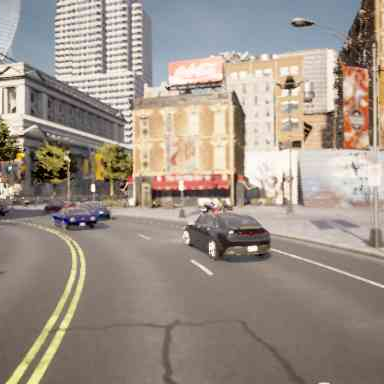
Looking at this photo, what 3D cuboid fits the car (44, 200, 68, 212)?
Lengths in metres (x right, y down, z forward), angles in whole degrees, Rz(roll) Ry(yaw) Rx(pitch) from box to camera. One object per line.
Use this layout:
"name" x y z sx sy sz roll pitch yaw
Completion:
"car" -14.970 1.649 38.071 4.674 1.452 2.002 -1 0 34

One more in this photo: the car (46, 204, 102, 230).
"car" -7.813 1.667 21.734 1.895 1.301 4.718 -1 0 -35

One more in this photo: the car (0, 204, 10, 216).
"car" -20.889 1.741 34.090 5.357 1.411 2.033 -1 0 33

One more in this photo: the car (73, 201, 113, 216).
"car" -10.392 1.679 34.623 4.718 1.301 1.895 -1 0 44

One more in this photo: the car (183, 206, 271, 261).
"car" 1.091 1.484 12.414 1.837 1.490 4.892 0 0 -18

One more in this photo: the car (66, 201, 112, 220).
"car" -8.645 1.634 28.255 1.994 1.385 4.181 -1 0 -42
